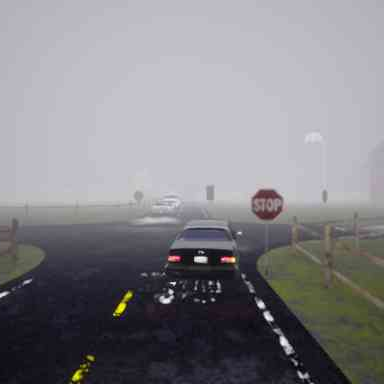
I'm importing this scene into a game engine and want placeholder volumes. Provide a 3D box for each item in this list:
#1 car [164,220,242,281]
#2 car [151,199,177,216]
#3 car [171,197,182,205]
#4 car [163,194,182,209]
[{"bbox_3d":[0.493,1.547,9.895,2.033,1.411,5.357,0,0,7],"label":"car"},{"bbox_3d":[-2.882,1.630,33.418,1.895,1.301,4.718,0,0,1],"label":"car"},{"bbox_3d":[-2.784,1.632,60.674,1.812,1.442,4.674,0,0,1],"label":"car"},{"bbox_3d":[-2.843,1.276,46.522,2.150,2.045,5.566,0,1,0],"label":"car"}]
